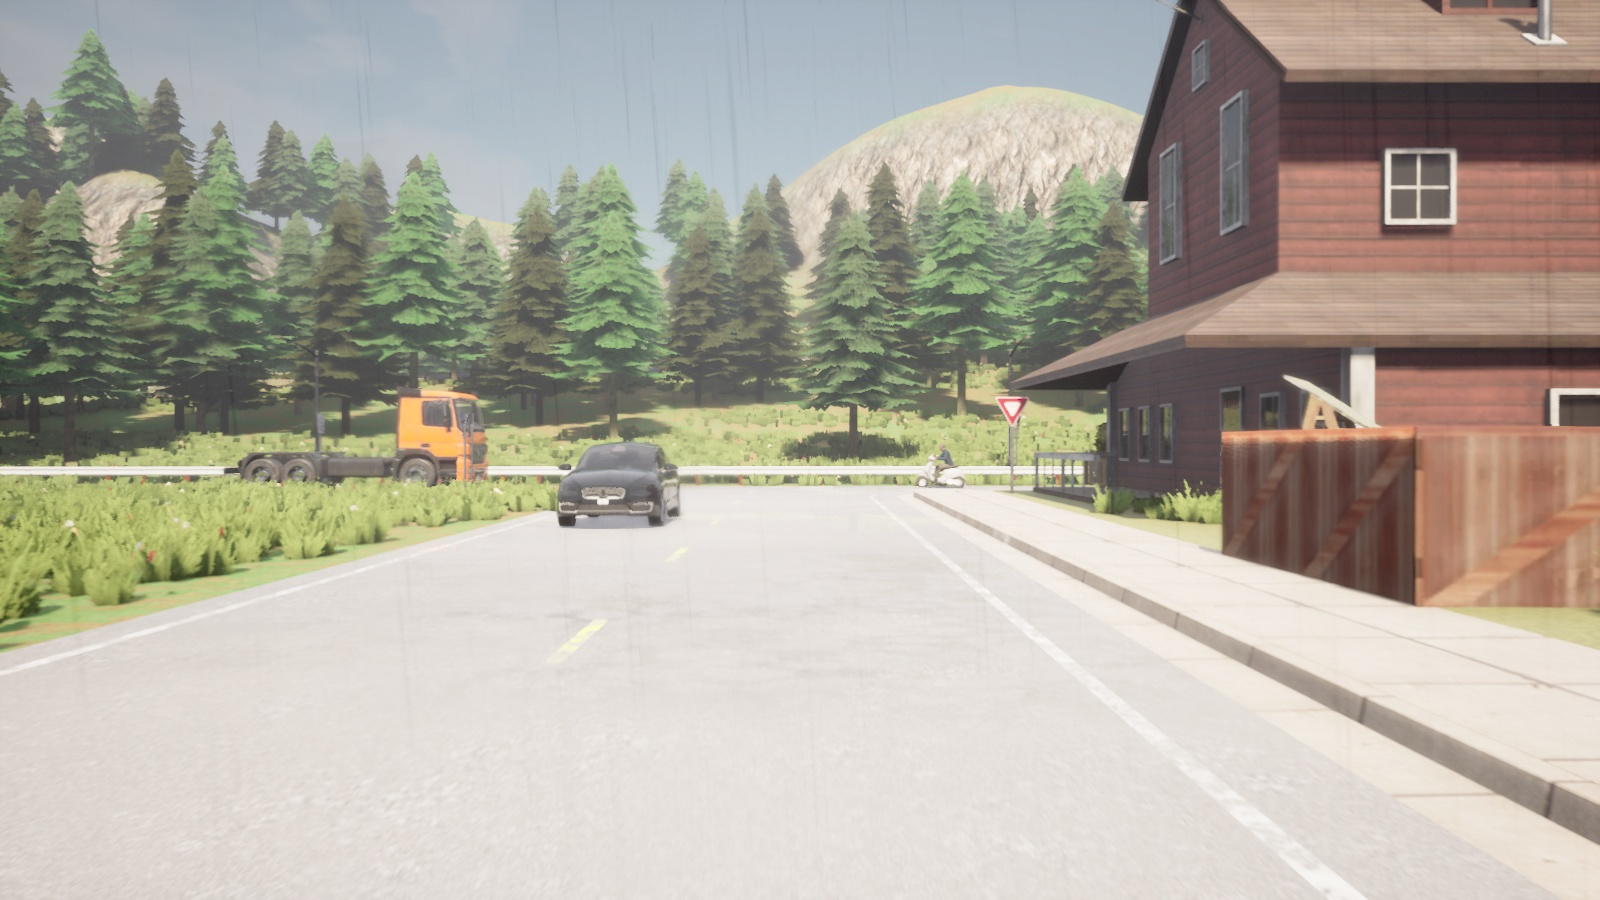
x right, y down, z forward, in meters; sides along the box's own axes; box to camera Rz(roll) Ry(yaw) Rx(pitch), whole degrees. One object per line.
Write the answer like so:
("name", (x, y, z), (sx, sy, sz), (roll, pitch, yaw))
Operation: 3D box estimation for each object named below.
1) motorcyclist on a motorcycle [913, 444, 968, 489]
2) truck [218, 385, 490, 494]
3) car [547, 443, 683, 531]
("motorcyclist on a motorcycle", (5.002, 0.581, 44.868), (1.817, 1.590, 0.866), (1, 1, -4))
("truck", (-14.594, -0.344, 41.535), (7.936, 3.462, 2.891), (0, 0, 0))
("car", (-3.356, 0.615, 23.717), (1.837, 1.490, 4.892), (0, 0, 0))
